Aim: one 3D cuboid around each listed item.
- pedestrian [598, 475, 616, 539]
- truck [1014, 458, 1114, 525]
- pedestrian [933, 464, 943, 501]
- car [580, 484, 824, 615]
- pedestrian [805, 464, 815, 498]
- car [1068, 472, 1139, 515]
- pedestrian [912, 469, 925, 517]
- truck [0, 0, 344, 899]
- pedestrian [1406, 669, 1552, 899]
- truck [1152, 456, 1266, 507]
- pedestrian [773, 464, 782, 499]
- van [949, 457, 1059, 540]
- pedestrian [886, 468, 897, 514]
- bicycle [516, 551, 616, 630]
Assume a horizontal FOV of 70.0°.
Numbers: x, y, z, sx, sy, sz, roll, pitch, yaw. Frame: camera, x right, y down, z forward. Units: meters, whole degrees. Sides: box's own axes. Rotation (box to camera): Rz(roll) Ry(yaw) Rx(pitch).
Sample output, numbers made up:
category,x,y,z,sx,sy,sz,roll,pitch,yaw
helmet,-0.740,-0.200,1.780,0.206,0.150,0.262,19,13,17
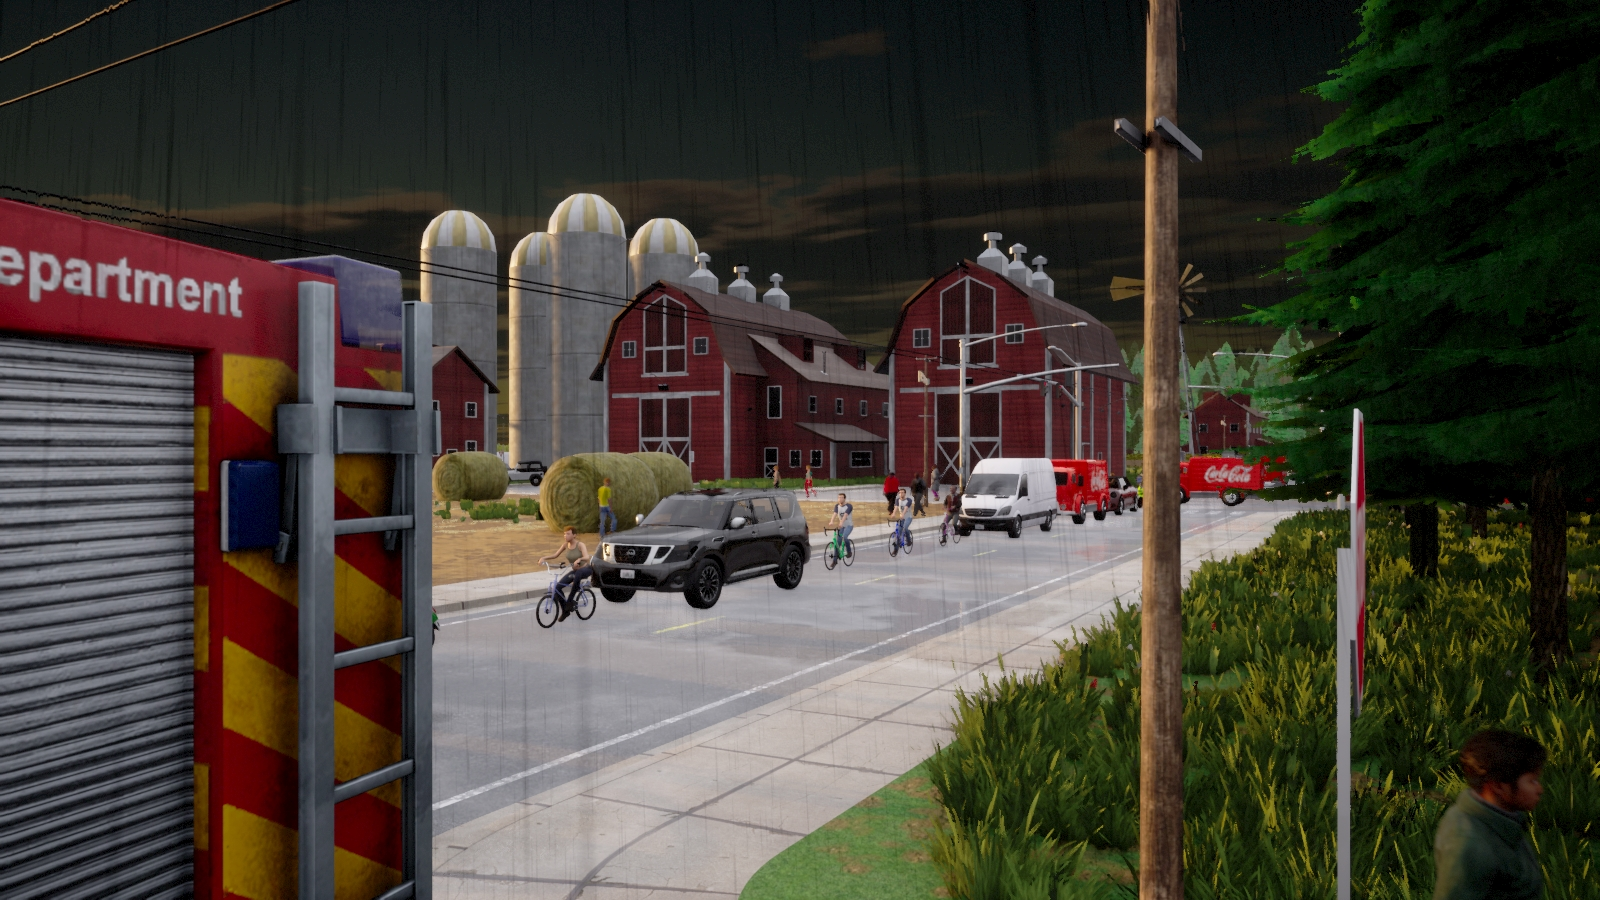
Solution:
category,x,y,z,sx,sy,sz,roll,pitch,yaw
pedestrian,-5.741,1.681,33.961,0.375,1.860,0.375,0,0,34
truck,10.553,1.568,45.371,2.627,2.467,5.204,0,0,28
pedestrian,7.080,1.671,58.637,0.375,1.860,0.375,0,0,25
car,-1.716,1.779,22.423,2.150,2.045,5.566,0,0,27
pedestrian,0.551,1.670,61.947,0.375,1.860,0.375,0,0,30
car,13.653,1.903,51.218,2.097,1.767,4.553,0,0,28
pedestrian,4.692,1.691,45.279,0.375,1.860,0.375,0,0,38
truck,-5.968,0.867,3.803,8.468,3.827,2.891,0,0,20
pedestrian,2.117,1.663,3.575,0.375,1.860,0.375,0,0,30
truck,20.993,1.561,58.692,5.204,2.467,2.627,0,0,27
pedestrian,-1.187,1.668,61.046,0.375,1.860,0.375,0,0,18
van,7.063,1.534,38.944,1.988,2.561,5.915,0,0,28
pedestrian,3.726,1.678,46.486,0.375,1.860,0.375,0,0,19
bicycle,-3.784,2.256,18.575,0.859,1.080,1.487,0,0,28
